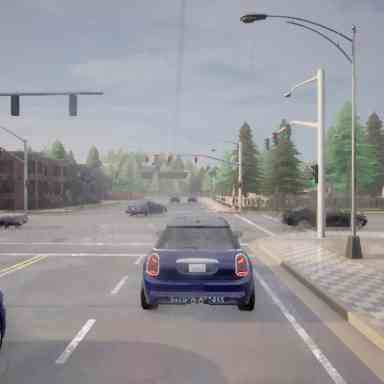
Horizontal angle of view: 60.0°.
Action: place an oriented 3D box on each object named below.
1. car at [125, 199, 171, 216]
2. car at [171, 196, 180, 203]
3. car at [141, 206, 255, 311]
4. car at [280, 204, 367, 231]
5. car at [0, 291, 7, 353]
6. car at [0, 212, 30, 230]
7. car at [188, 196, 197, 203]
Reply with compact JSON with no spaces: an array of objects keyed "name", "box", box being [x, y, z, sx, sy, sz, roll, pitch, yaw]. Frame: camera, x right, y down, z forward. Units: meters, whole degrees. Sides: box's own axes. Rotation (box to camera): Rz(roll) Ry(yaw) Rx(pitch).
[{"name":"car","box":[-4.345,1.547,32.086,2.033,1.411,5.357,0,0,23]},{"name":"car","box":[-3.433,1.505,68.244,1.837,1.490,4.892,0,0,0]},{"name":"car","box":[0.162,1.352,7.953,2.097,1.767,4.553,0,0,2]},{"name":"car","box":[7.923,1.477,20.164,5.008,1.535,1.882,0,0,0]},{"name":"car","box":[-3.440,1.478,2.501,1.882,1.535,5.008,0,0,0]},{"name":"car","box":[-12.737,1.601,20.583,4.718,1.301,1.895,0,0,0]},{"name":"car","box":[0.067,1.505,68.241,1.837,1.490,4.892,0,0,0]}]
